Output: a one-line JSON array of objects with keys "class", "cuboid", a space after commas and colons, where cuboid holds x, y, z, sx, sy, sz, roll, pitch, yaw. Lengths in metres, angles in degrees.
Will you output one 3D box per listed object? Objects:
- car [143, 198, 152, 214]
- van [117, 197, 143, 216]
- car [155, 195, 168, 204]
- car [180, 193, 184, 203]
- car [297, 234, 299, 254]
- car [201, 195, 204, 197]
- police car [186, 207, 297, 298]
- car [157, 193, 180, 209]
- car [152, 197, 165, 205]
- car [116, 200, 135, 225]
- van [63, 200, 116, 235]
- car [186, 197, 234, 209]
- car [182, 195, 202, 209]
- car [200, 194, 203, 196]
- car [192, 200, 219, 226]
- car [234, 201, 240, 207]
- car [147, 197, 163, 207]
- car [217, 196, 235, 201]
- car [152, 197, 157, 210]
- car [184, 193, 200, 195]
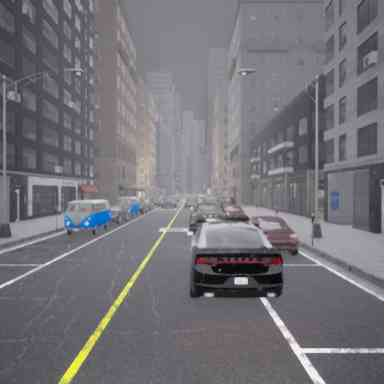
[{"class": "car", "cuboid": [-5.687, 1.545, 34.872, 1.947, 1.339, 4.313, 0, 0, 0]}, {"class": "van", "cuboid": [-5.685, 1.323, 29.370, 1.690, 1.788, 3.998, 0, 0, 0]}, {"class": "car", "cuboid": [-5.702, 1.412, 62.379, 1.967, 1.590, 4.097, 0, 0, 0]}, {"class": "car", "cuboid": [-3.034, 1.478, 66.026, 1.837, 1.490, 4.892, 0, 0, 0]}, {"class": "car", "cuboid": [2.849, 1.573, 12.871, 1.802, 1.307, 4.206, 0, 0, 0]}, {"class": "car", "cuboid": [2.829, 1.525, 51.381, 2.008, 1.369, 4.403, 0, 0, 0]}, {"class": "police car", "cuboid": [0.895, 1.419, 8.655, 1.930, 1.638, 5.238, 0, 0, 0]}, {"class": "car", "cuboid": [-3.118, 1.328, 45.466, 2.097, 1.767, 4.553, 0, 0, 0]}, {"class": "car", "cuboid": [-5.699, 1.555, 56.877, 1.802, 1.307, 4.206, 0, 0, 0]}, {"class": "car", "cuboid": [-5.682, 1.535, 23.869, 2.008, 1.369, 4.403, 0, 0, 0]}, {"class": "van", "cuboid": [-5.679, 1.329, 18.369, 1.690, 1.788, 3.998, 0, 0, 0]}, {"class": "car", "cuboid": [0.890, 1.339, 18.516, 2.097, 1.767, 4.553, 0, 0, 0]}, {"class": "car", "cuboid": [-0.008, 1.540, 45.453, 1.994, 1.385, 4.181, 0, 0, 0]}, {"class": "car", "cuboid": [2.824, 1.538, 62.383, 1.947, 1.339, 4.313, 0, 0, 0]}, {"class": "car", "cuboid": [0.887, 1.440, 24.735, 1.801, 1.575, 5.366, 0, 0, 0]}, {"class": "car", "cuboid": [2.844, 1.566, 23.873, 1.802, 1.307, 4.206, 0, 0, 0]}, {"class": "car", "cuboid": [-5.696, 1.540, 51.376, 1.947, 1.339, 4.313, 0, 0, 0]}, {"class": "car", "cuboid": [2.840, 1.297, 29.374, 2.192, 1.841, 5.009, 0, 0, 0]}, {"class": "car", "cuboid": [-5.690, 1.559, 40.374, 1.802, 1.307, 4.206, 0, 0, 0]}, {"class": "car", "cuboid": [-0.030, 1.478, 58.888, 1.837, 1.490, 4.892, 0, 0, 0]}]
